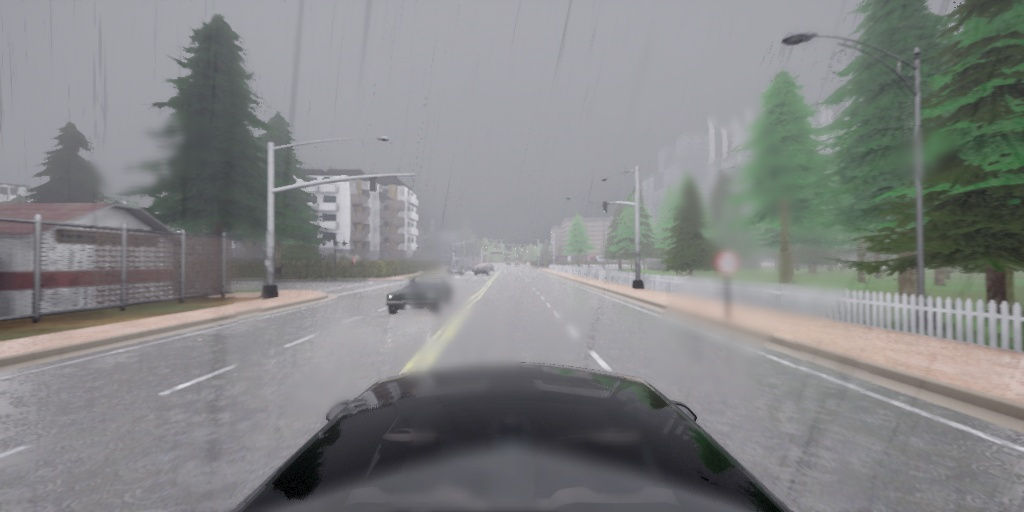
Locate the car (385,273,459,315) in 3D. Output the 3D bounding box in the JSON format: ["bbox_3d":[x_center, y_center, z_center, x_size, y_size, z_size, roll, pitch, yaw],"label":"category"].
[{"bbox_3d":[-3.601,1.545,14.815,1.895,1.301,4.718,0,-1,-1],"label":"car"}]

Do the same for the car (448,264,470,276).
[{"bbox_3d":[-7.524,1.914,49.227,2.128,1.511,4.902,0,-1,0],"label":"car"}]

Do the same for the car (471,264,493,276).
[{"bbox_3d":[-4.017,1.991,48.158,1.895,1.301,4.718,0,-1,0],"label":"car"}]
